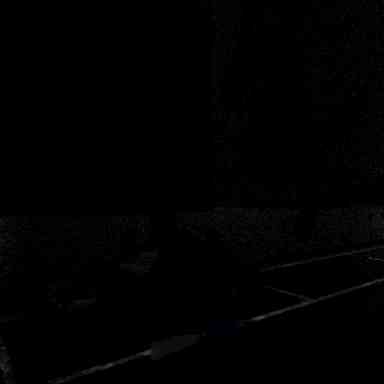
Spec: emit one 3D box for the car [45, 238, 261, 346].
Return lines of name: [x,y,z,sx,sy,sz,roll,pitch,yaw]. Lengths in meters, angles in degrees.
car: [-0.485,1.588,6.301,4.206,1.307,1.802,0,0,-35]
